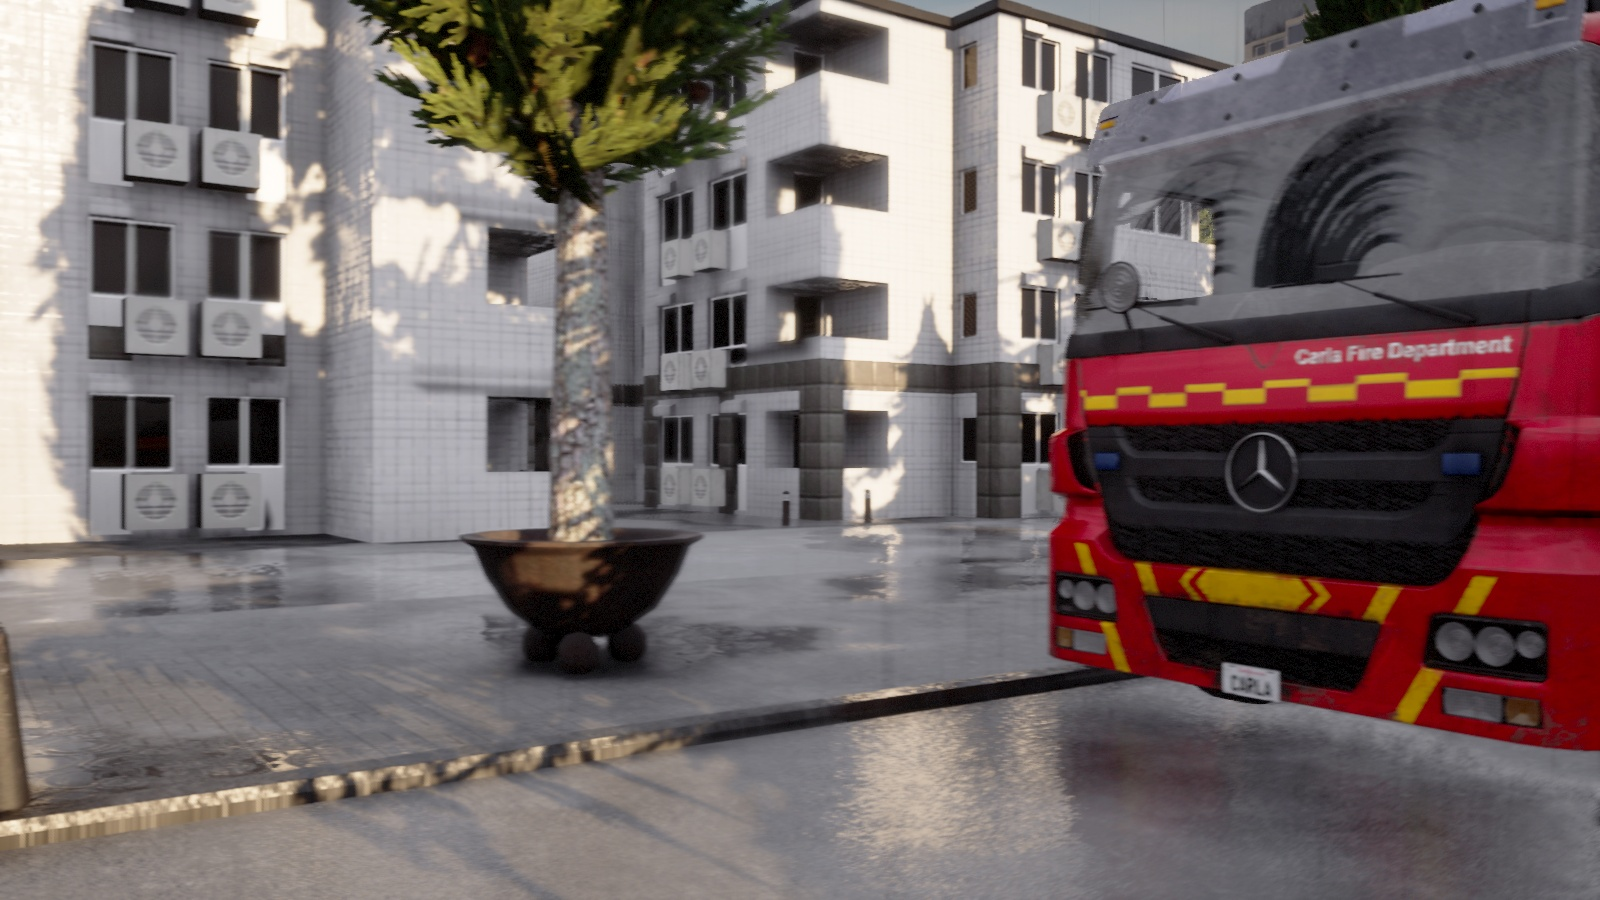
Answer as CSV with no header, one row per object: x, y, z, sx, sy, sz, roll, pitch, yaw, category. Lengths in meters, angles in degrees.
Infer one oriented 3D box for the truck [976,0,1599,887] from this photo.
5.244,-0.411,7.920,8.468,3.827,2.891,0,0,-35,truck
